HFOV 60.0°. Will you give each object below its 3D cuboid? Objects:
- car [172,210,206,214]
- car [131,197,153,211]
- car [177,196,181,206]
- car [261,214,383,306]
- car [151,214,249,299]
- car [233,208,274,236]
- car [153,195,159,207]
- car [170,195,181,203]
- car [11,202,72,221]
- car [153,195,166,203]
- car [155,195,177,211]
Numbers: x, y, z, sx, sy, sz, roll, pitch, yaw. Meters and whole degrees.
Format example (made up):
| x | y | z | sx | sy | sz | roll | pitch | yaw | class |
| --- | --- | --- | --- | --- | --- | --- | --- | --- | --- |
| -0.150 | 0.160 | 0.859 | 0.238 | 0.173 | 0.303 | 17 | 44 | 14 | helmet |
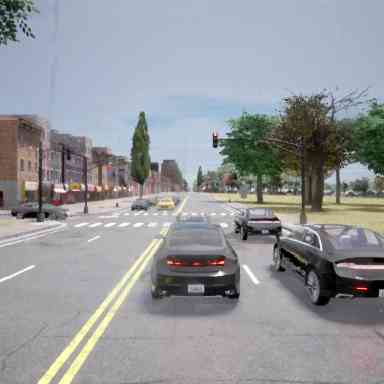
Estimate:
| x | y | z | sx | sy | sz | roll | pitch | yaw | class |
| --- | --- | --- | --- | --- | --- | --- | --- | --- | --- |
| 0.048 | 1.690 | 17.811 | 1.895 | 1.301 | 4.718 | 0 | 0 | 0 | car |
| -6.609 | 1.677 | 43.124 | 1.994 | 1.385 | 4.181 | 0 | 0 | 0 | car |
| -3.347 | 1.603 | 53.982 | 1.994 | 1.385 | 4.181 | 0 | 0 | 0 | car |
| 3.328 | 1.515 | 8.065 | 2.128 | 1.511 | 4.902 | 0 | 0 | 0 | car |
| 0.080 | 1.531 | 8.506 | 1.837 | 1.490 | 4.892 | 0 | 0 | 0 | car |
| 3.294 | 1.577 | 17.275 | 2.128 | 1.511 | 4.902 | 0 | 0 | 0 | car |
| -6.605 | 1.590 | 53.489 | 2.033 | 1.411 | 5.357 | 0 | 1 | 0 | car |
| -3.277 | 1.459 | 68.234 | 2.033 | 1.411 | 5.357 | 0 | 1 | 0 | car |
| -12.575 | 1.634 | 27.898 | 4.902 | 1.511 | 2.128 | 0 | 0 | 9 | car |
| -6.530 | 1.409 | 67.623 | 2.128 | 1.511 | 4.902 | 0 | 0 | 1 | car |
| -3.357 | 1.588 | 43.704 | 1.882 | 1.535 | 5.008 | 0 | 0 | 1 | car |
